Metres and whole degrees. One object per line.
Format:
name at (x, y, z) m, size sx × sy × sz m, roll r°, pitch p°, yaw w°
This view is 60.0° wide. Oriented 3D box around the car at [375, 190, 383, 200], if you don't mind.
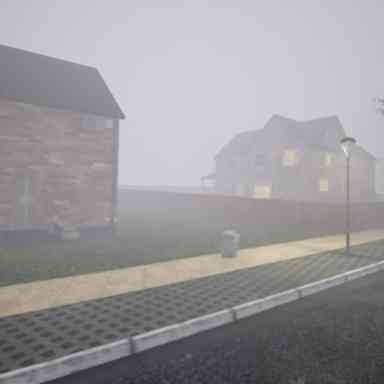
car at (27.500, 0.332, 52.251) m, size 2.150 × 2.045 × 5.566 m, roll 1°, pitch 2°, yaw -7°
